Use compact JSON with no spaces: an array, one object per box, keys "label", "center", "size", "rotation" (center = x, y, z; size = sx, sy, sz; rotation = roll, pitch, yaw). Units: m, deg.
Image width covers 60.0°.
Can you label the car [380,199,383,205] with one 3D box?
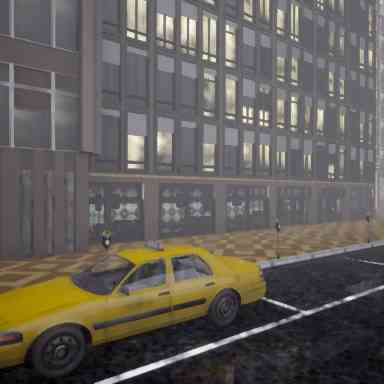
[{"label":"car","center":[32.294,1.658,61.227],"size":[2.192,1.841,5.009],"rotation":[-1,0,-36]}]

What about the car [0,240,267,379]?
[{"label":"car","center":[-0.869,1.523,5.476],"size":[4.829,1.417,1.752],"rotation":[0,0,-35]}]
